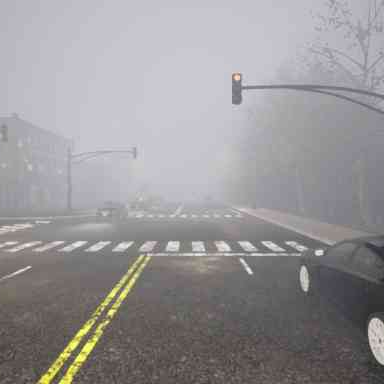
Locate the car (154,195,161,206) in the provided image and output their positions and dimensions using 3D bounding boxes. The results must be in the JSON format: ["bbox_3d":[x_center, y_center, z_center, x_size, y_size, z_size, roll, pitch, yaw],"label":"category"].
[{"bbox_3d":[-6.564,1.460,52.944,1.882,1.535,5.008,0,0,0],"label":"car"}]

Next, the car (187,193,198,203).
[{"bbox_3d":[0.136,1.196,68.642,2.150,2.045,5.566,0,0,0],"label":"car"}]

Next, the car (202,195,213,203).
[{"bbox_3d":[3.389,1.480,68.974,1.837,1.490,4.892,0,0,0],"label":"car"}]

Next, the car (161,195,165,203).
[{"bbox_3d":[-6.500,1.328,65.660,2.097,1.767,4.553,0,0,0],"label":"car"}]

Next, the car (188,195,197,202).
[{"bbox_3d":[0.043,1.509,79.285,2.033,1.411,5.357,0,0,0],"label":"car"}]

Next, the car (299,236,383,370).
[{"bbox_3d":[3.345,1.477,5.649,1.882,1.535,5.008,0,0,1],"label":"car"}]

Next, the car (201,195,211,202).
[{"bbox_3d":[3.293,1.494,79.164,2.128,1.511,4.902,0,0,0],"label":"car"}]

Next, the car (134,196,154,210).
[{"bbox_3d":[-6.572,1.479,42.527,2.128,1.511,4.902,0,0,0],"label":"car"}]

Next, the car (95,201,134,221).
[{"bbox_3d":[-6.582,1.486,27.634,2.128,1.511,4.902,0,0,0],"label":"car"}]
